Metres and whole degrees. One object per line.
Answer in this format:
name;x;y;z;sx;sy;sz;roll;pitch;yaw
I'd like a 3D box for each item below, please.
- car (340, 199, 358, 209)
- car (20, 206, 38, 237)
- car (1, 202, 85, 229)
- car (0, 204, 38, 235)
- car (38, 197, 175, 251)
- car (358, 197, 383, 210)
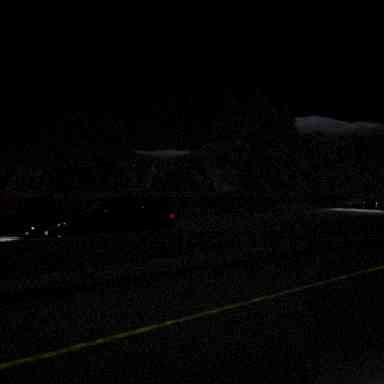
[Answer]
car;23.753;1.718;49.499;1.812;1.442;4.674;0;0;45
car;-5.603;1.567;17.189;5.357;1.411;2.033;0;0;-35
car;-10.046;1.509;22.623;4.902;1.511;2.128;0;0;-36
car;-9.216;1.559;18.913;5.357;1.411;2.033;0;0;-35
car;-3.369;1.243;14.485;5.566;2.045;2.150;0;0;-35
car;25.301;1.542;46.111;2.097;1.767;4.553;0;0;45
